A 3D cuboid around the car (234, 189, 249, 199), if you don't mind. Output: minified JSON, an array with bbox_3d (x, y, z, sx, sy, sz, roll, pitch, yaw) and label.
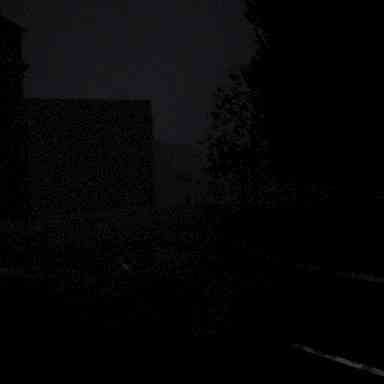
[{"bbox_3d":[7.790,0.330,52.573,1.882,1.535,5.008,-1,0,1],"label":"car"}]
